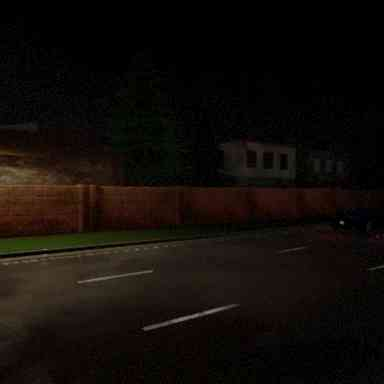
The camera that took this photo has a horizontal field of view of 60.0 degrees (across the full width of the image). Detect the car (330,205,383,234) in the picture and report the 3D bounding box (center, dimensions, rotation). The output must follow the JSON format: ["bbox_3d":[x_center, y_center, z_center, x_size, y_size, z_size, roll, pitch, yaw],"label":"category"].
[{"bbox_3d":[10.215,1.534,19.643,5.008,1.535,1.882,0,0,-36],"label":"car"}]
